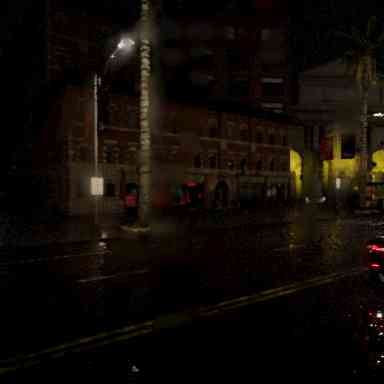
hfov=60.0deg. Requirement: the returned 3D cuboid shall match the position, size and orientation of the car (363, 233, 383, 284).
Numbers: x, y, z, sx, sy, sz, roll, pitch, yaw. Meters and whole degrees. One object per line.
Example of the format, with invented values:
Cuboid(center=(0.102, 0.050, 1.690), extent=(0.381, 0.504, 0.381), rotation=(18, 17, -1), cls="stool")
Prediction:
Cuboid(center=(6.153, 1.438, 8.192), extent=(4.902, 1.511, 2.128), rotation=(0, 0, -35), cls="car")
